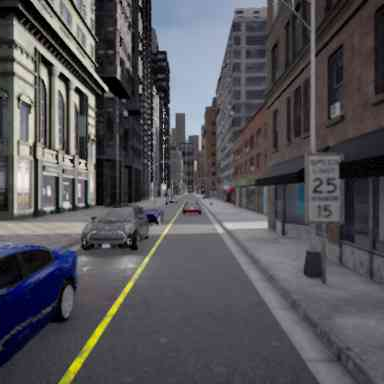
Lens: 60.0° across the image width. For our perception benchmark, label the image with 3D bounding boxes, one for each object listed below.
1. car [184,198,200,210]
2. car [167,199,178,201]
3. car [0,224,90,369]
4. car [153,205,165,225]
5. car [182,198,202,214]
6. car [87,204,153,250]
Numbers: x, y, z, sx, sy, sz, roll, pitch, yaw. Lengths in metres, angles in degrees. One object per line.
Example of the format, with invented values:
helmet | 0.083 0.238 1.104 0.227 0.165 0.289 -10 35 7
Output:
car | 0.002 1.567 45.826 2.033 1.411 5.357 0 0 0
car | -3.007 1.288 50.414 1.994 1.385 4.181 0 0 0
car | -3.097 1.480 4.370 1.882 1.535 5.008 0 0 0
car | -3.095 1.614 24.057 1.895 1.301 4.718 0 0 0
car | -0.004 1.583 34.933 1.994 1.385 4.181 0 0 0
car | -3.095 1.359 14.238 2.097 1.767 4.553 0 0 0
